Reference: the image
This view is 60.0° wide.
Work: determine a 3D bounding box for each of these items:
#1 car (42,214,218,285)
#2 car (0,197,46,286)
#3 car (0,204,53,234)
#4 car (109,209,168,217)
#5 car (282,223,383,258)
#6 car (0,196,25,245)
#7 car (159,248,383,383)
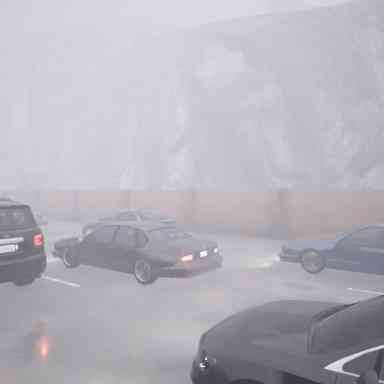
[{"bbox_3d":[-1.762,1.547,9.530,5.357,1.411,2.033,0,0,35],"label":"car"},{"bbox_3d":[-5.865,1.221,8.155,5.566,2.045,2.150,0,0,35],"label":"car"},{"bbox_3d":[-11.011,1.547,20.402,5.357,1.411,2.033,0,0,35],"label":"car"},{"bbox_3d":[-2.785,1.505,14.555,4.892,1.490,1.837,0,0,35],"label":"car"},{"bbox_3d":[5.160,1.547,8.916,5.357,1.411,2.033,0,0,35],"label":"car"},{"bbox_3d":[-10.357,1.221,15.634,5.566,2.045,2.150,0,0,36],"label":"car"},{"bbox_3d":[2.247,1.505,2.445,4.892,1.490,1.837,0,0,35],"label":"car"}]
